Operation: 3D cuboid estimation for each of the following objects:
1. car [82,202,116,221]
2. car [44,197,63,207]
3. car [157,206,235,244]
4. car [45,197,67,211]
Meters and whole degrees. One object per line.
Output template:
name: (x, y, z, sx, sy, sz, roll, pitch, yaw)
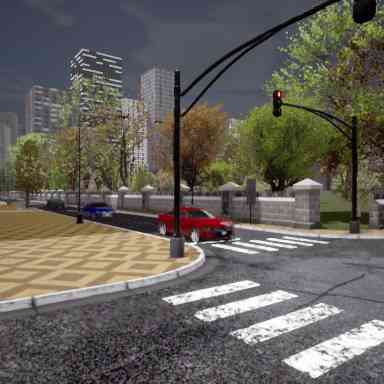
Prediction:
car: (-8.098, 1.598, 28.700, 1.812, 1.442, 4.674, 0, 0, -34)
car: (-24.149, 1.673, 58.032, 2.128, 1.511, 4.902, 0, 0, -34)
car: (0.048, 1.507, 16.476, 1.882, 1.535, 5.008, 0, 0, -33)
car: (-17.259, 1.684, 42.244, 1.994, 1.385, 4.181, 0, 0, -34)
